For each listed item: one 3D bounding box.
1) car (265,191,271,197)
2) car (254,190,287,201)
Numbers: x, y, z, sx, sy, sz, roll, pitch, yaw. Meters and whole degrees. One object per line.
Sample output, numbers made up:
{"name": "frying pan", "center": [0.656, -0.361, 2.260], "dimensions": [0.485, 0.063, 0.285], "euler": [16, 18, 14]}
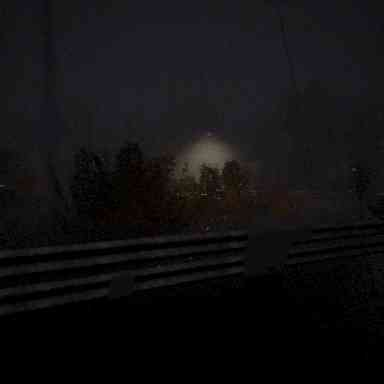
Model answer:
{"name": "car", "center": [10.909, 0.701, 47.492], "dimensions": [4.718, 1.301, 1.895], "euler": [1, 2, 18]}
{"name": "car", "center": [11.986, 0.552, 50.820], "dimensions": [4.674, 1.442, 1.812], "euler": [1, 2, 18]}
